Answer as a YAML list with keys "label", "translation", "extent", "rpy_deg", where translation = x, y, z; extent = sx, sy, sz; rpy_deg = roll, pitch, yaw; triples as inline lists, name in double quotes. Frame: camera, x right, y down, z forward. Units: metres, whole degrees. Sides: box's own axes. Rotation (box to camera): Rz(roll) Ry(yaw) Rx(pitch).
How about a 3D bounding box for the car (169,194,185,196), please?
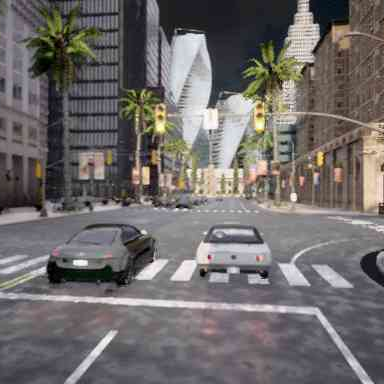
- label: "car"
  translation: [-3.255, 1.377, 60.686]
  extent: [2.150, 2.045, 5.566]
  rpy_deg: [0, 0, 7]

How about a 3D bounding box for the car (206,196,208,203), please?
- label: "car"
  translation: [2.619, 1.592, 79.308]
  extent: [2.097, 1.767, 4.553]
  rpy_deg: [0, 0, 7]

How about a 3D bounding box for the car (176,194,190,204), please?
- label: "car"
  translation: [-1.908, 1.418, 71.346]
  extent: [2.150, 2.045, 5.566]
  rpy_deg: [0, 0, 7]

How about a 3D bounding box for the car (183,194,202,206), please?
- label: "car"
  translation: [0.072, 1.646, 59.207]
  extent: [1.882, 1.535, 5.008]
  rpy_deg: [0, 0, 8]

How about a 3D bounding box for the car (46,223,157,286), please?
- label: "car"
  translation: [-2.319, 1.580, 9.544]
  extent: [1.994, 1.385, 4.181]
  rpy_deg: [0, 0, 6]

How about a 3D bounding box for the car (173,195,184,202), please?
- label: "car"
  translation: [-3.452, 1.576, 84.328]
  extent: [2.185, 1.767, 4.553]
  rpy_deg: [0, 0, 6]

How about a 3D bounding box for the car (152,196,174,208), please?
- label: "car"
  translation: [-4.460, 1.687, 51.469]
  extent: [1.994, 1.385, 4.181]
  rpy_deg: [0, 0, 7]

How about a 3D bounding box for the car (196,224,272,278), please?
- label: "car"
  translation: [1.269, 1.637, 10.357]
  extent: [1.895, 1.301, 4.718]
  rpy_deg: [0, 0, 6]

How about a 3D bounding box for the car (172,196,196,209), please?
- label: "car"
  translation: [-1.165, 1.682, 49.591]
  extent: [2.033, 1.411, 5.357]
  rpy_deg: [0, 0, 7]

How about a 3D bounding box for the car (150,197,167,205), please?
- label: "car"
  translation: [-6.215, 1.659, 62.571]
  extent: [2.161, 1.482, 4.786]
  rpy_deg: [0, 0, 6]

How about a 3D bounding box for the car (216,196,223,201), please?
- label: "car"
  translation: [7.383, 1.833, 90.306]
  extent: [2.033, 1.411, 5.357]
  rpy_deg: [0, 0, 6]

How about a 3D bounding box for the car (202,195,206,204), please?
- label: "car"
  translation: [1.346, 1.727, 69.185]
  extent: [1.812, 1.442, 4.674]
  rpy_deg: [0, 0, 7]
